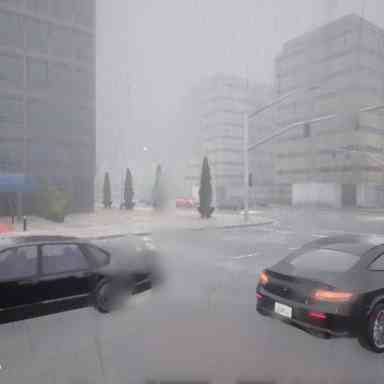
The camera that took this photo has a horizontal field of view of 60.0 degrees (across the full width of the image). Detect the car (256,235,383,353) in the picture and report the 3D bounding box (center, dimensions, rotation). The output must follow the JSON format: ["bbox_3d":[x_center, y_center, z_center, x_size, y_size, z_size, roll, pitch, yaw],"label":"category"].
[{"bbox_3d":[3.190,1.526,6.098,4.674,1.442,1.812,0,0,-35],"label":"car"}]

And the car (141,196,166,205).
[{"bbox_3d":[-6.196,1.564,55.671,1.994,1.385,4.181,0,0,-35],"label":"car"}]

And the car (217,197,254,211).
[{"bbox_3d":[4.885,1.564,39.858,1.994,1.385,4.181,0,0,-35],"label":"car"}]

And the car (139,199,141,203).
[{"bbox_3d":[-8.767,1.564,65.750,1.994,1.385,4.181,0,0,-35],"label":"car"}]

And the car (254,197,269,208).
[{"bbox_3d":[8.615,1.504,47.076,1.837,1.490,4.892,0,0,-35],"label":"car"}]

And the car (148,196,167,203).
[{"bbox_3d":[-7.371,1.599,69.788,1.895,1.301,4.718,0,0,-35],"label":"car"}]

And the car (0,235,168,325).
[{"bbox_3d":[-3.081,1.547,6.096,5.357,1.411,2.033,0,0,-36],"label":"car"}]

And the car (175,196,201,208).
[{"bbox_3d":[-0.500,1.352,47.535,2.097,1.767,4.553,0,0,-35],"label":"car"}]
